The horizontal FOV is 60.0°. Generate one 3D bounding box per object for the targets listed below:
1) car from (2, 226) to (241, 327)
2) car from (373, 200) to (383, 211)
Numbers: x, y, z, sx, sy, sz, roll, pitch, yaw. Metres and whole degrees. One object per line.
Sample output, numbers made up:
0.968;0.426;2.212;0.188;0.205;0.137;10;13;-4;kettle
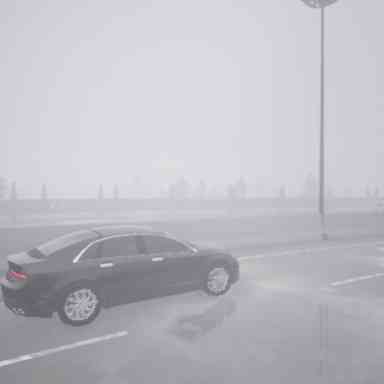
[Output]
-1.161;1.475;6.972;4.892;1.490;1.837;-1;0;-33;car
20.328;1.174;32.187;5.566;2.045;2.150;0;0;-16;car
